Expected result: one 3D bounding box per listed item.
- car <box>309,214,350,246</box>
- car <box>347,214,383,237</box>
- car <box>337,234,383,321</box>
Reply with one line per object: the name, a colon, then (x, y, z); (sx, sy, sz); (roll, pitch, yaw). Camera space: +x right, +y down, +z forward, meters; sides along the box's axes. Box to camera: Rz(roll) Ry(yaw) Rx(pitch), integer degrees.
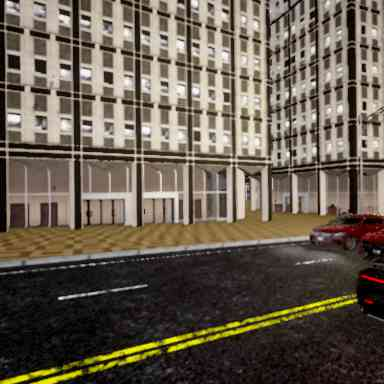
car: (7.513, 1.751, 15.277); (4.674, 1.442, 1.812); (1, -1, -28)
car: (8.109, 1.667, 11.882); (5.008, 1.535, 1.882); (1, -1, -29)
car: (5.128, 1.611, 6.214); (4.892, 1.490, 1.837); (1, -1, -30)
